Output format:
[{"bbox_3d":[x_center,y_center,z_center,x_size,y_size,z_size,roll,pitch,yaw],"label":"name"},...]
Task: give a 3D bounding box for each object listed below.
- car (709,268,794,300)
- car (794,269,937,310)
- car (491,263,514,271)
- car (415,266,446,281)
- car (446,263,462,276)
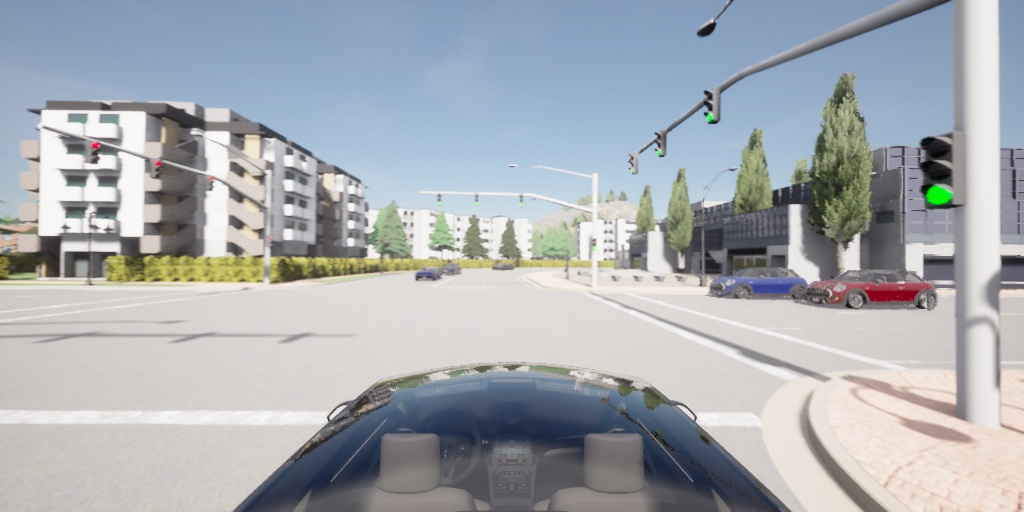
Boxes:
[{"bbox_3d":[13.315,1.414,19.567,4.553,1.767,2.097,0,-1,0],"label":"car"},{"bbox_3d":[15.844,1.394,16.071,4.553,1.767,2.097,0,-1,0],"label":"car"},{"bbox_3d":[-1.598,2.017,64.848,2.033,1.411,5.357,0,-1,31],"label":"car"},{"bbox_3d":[-7.922,1.666,34.255,1.895,1.301,4.718,0,-1,-2],"label":"car"},{"bbox_3d":[-7.763,1.705,45.846,1.837,1.490,4.892,0,-1,5],"label":"car"}]
